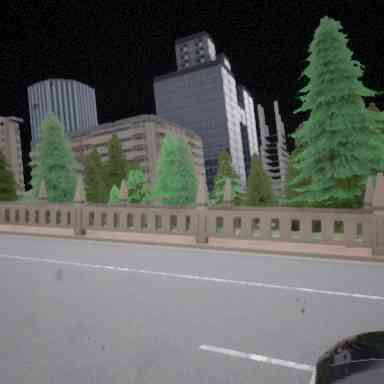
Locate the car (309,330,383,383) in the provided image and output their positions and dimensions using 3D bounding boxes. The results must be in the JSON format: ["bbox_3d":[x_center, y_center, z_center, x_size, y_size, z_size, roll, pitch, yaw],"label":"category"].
[{"bbox_3d":[3.161,1.479,1.700,4.902,1.511,2.128,0,0,23],"label":"car"}]
